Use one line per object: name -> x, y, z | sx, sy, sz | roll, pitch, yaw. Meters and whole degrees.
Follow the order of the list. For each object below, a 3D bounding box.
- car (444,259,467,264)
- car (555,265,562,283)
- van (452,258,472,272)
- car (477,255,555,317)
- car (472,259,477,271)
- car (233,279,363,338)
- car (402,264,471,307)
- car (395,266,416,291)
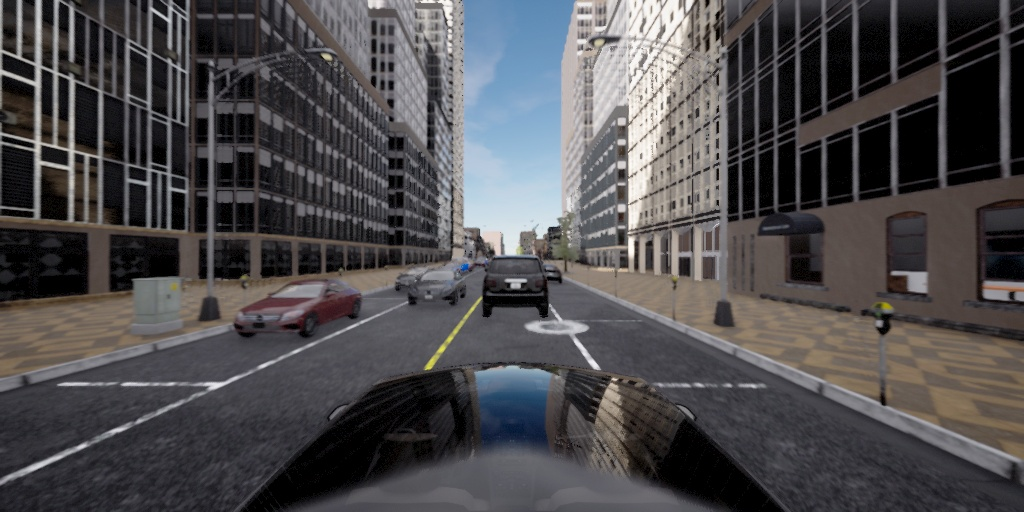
car -> -5.647, 1.269, 32.913 | 1.888, 1.381, 4.507 | 0, 0, 0
car -> 2.725, 1.304, 27.196 | 1.948, 1.339, 4.313 | 0, 0, 0
van -> -5.638, 1.060, 38.606 | 1.690, 1.789, 3.998 | 0, 0, 0
car -> 0.116, 0.966, 13.313 | 2.150, 2.045, 5.566 | 0, 0, 0
car -> -5.629, 1.296, 44.298 | 1.802, 1.307, 4.207 | 0, 0, 0
car -> -5.681, 1.321, 10.143 | 1.802, 1.307, 4.207 | 0, 0, 0
car -> -3.076, 1.264, 15.608 | 1.812, 1.442, 4.674 | 0, 0, 0
car -> -5.664, 1.282, 21.529 | 2.007, 1.370, 4.403 | 0, 0, 0
